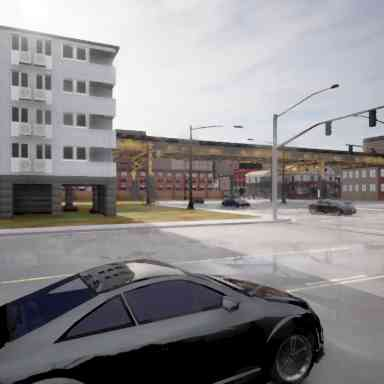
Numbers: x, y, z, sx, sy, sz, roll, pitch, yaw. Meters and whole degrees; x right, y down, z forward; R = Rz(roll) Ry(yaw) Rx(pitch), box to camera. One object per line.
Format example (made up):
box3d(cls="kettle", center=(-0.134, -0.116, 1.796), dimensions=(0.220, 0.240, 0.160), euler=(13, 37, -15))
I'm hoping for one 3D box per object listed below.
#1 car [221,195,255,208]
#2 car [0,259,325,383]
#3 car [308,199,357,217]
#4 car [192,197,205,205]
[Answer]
box3d(cls="car", center=(6.196, 1.548, 47.518), dimensions=(2.033, 1.411, 5.357), euler=(0, 0, -25))
box3d(cls="car", center=(-0.379, 1.564, 4.054), dimensions=(4.181, 1.385, 1.994), euler=(0, 0, -30))
box3d(cls="car", center=(13.468, 1.505, 32.206), dimensions=(1.837, 1.490, 4.892), euler=(0, 0, -26))
box3d(cls="car", center=(1.056, 1.548, 61.156), dimensions=(2.033, 1.411, 5.357), euler=(0, 0, -7))
